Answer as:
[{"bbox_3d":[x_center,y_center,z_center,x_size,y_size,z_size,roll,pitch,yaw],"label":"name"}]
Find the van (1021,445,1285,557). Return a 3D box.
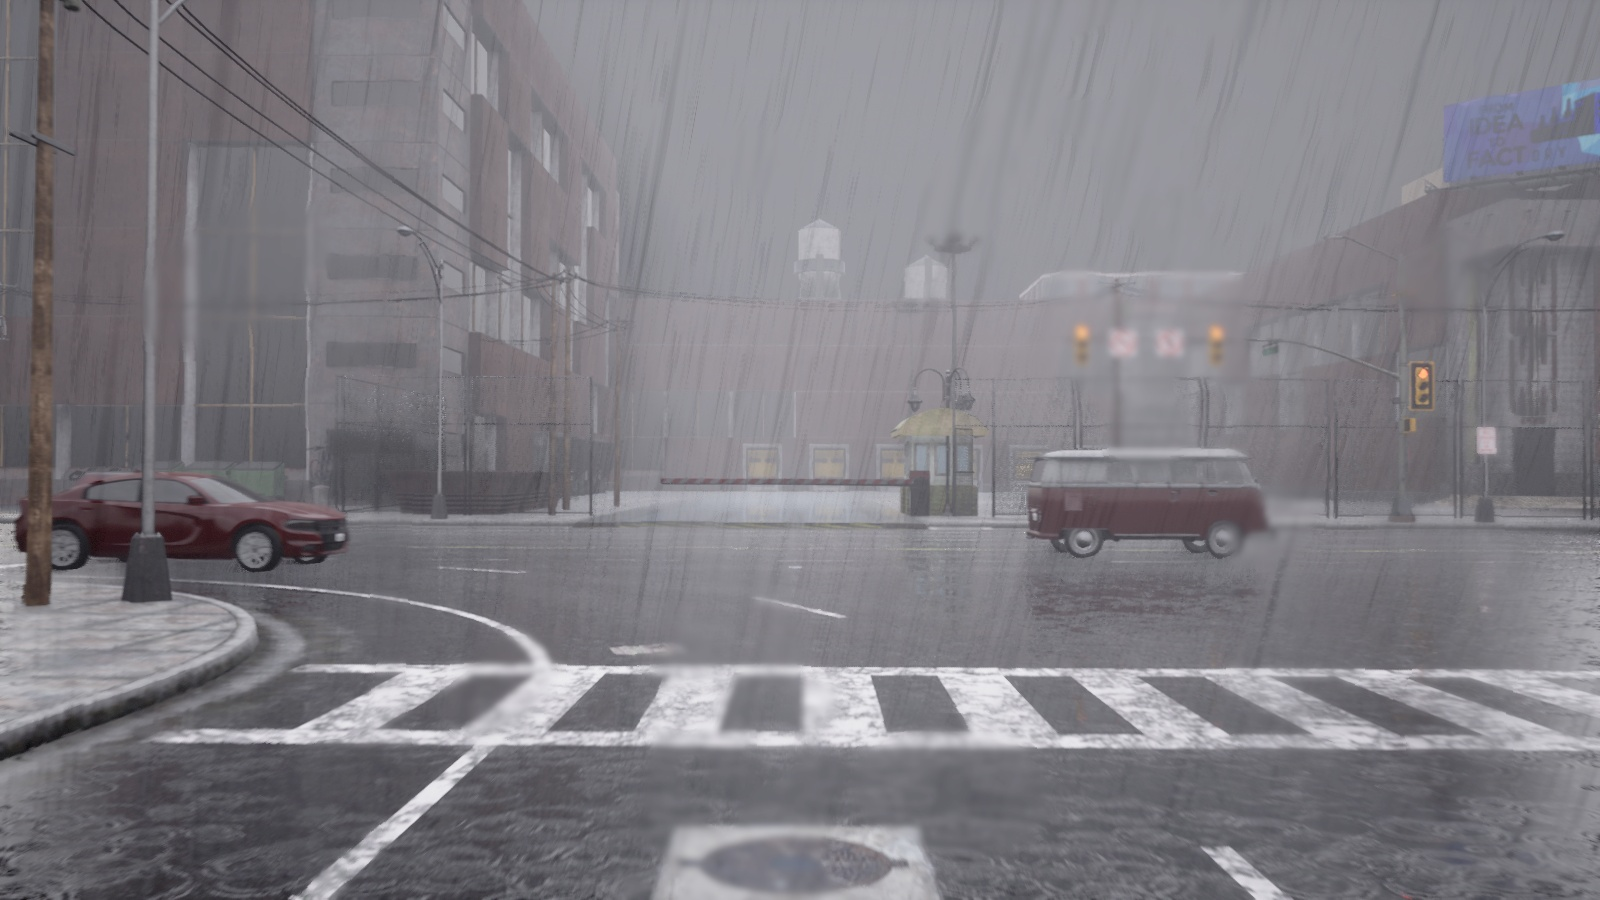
[{"bbox_3d":[6.521,0.936,23.550,4.442,1.987,1.775,0,-1,0],"label":"van"}]

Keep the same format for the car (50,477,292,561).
[{"bbox_3d":[-11.778,1.272,23.675,3.633,1.501,1.845,0,-1,0],"label":"car"}]

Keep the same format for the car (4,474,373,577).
[{"bbox_3d":[-9.611,1.165,19.955,5.008,1.535,1.882,0,-1,5],"label":"car"}]
